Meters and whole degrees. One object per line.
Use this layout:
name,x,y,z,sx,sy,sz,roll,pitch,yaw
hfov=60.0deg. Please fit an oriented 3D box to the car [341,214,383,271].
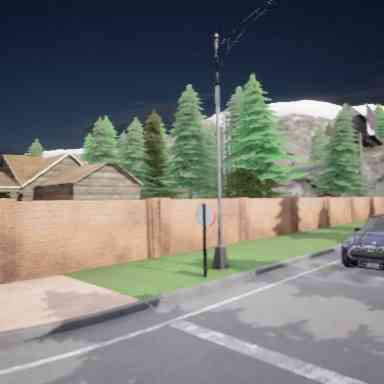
car,6.788,1.550,11.234,2.097,1.767,4.553,-3,-2,45
